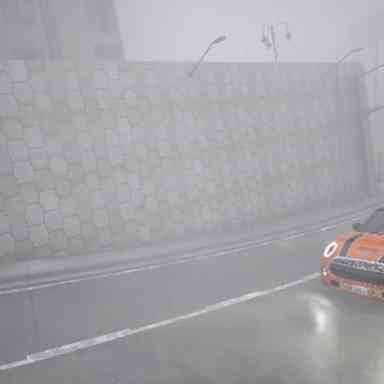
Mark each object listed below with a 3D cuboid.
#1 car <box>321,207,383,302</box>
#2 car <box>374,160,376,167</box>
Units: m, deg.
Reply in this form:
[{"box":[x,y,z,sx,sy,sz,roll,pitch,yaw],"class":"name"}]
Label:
[{"box":[4.924,1.093,7.503,4.553,1.767,2.097,-5,3,-35],"class":"car"},{"box":[17.076,-3.077,35.804,1.882,1.535,5.008,-15,9,-34],"class":"car"}]
